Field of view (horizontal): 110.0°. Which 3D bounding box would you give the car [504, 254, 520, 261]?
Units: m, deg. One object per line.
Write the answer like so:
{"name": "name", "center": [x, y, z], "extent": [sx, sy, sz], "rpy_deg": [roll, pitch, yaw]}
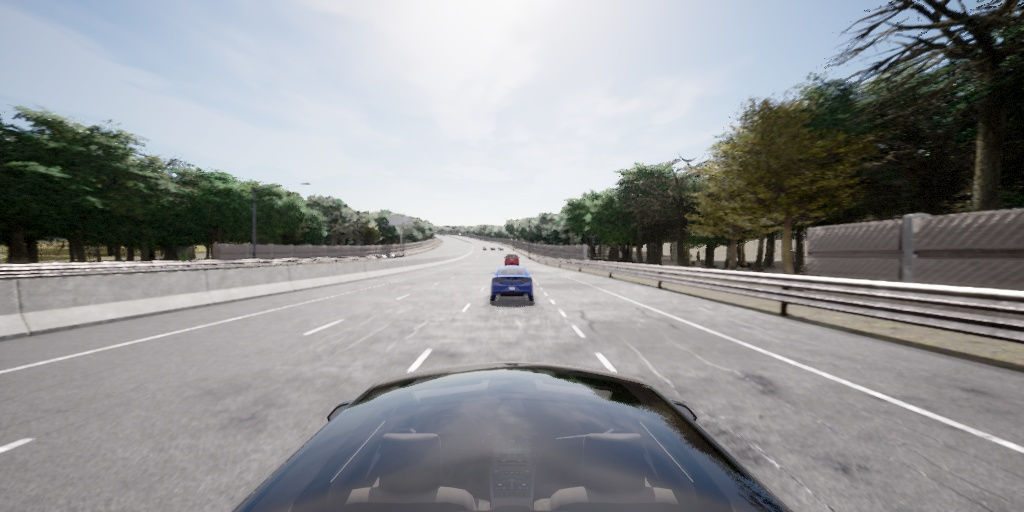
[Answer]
{"name": "car", "center": [-0.022, 0.657, 53.291], "extent": [2.150, 2.045, 5.566], "rpy_deg": [0, 1, 0]}

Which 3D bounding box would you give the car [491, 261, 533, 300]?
{"name": "car", "center": [0.001, 1.207, 17.543], "extent": [1.882, 1.535, 5.008], "rpy_deg": [0, 0, 0]}
